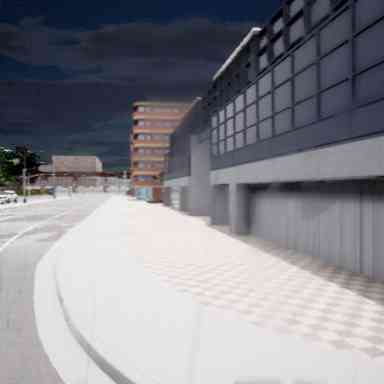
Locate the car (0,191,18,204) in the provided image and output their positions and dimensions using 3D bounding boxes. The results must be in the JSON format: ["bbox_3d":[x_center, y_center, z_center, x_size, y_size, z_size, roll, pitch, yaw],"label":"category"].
[{"bbox_3d":[-30.753,0.878,55.082,2.150,2.045,5.566,0,1,-11],"label":"car"}]
